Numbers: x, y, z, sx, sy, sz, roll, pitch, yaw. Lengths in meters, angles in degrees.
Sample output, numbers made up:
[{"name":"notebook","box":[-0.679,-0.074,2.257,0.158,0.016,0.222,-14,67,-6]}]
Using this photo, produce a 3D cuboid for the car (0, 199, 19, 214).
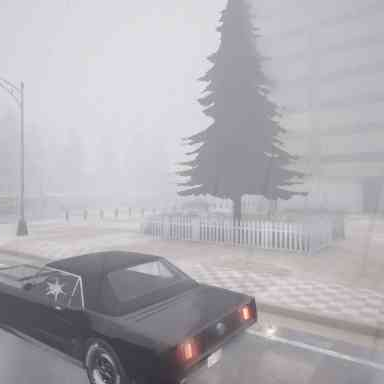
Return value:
[{"name":"car","box":[-20.406,1.478,33.896,1.882,1.535,5.008,0,0,36]}]

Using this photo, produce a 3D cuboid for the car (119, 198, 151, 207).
[{"name":"car","box":[-8.490,1.547,50.392,2.033,1.411,5.357,0,0,36]}]

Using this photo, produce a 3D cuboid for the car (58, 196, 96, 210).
[{"name":"car","box":[-14.505,1.352,42.068,2.097,1.767,4.553,0,0,36]}]

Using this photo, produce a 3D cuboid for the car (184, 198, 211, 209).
[{"name":"car","box":[0.772,1.526,44.977,1.812,1.442,4.674,0,0,36]}]

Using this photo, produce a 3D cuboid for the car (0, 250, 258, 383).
[{"name":"car","box":[-1.538,1.601,5.108,4.718,1.301,1.895,0,0,36]}]
